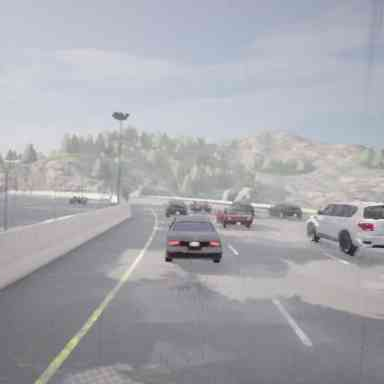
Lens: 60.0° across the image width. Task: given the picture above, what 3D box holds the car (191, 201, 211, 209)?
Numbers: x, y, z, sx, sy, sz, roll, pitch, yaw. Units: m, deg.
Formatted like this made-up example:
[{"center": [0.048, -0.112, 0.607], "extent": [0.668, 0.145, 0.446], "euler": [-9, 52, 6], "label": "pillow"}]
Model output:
[{"center": [0.857, 1.696, 38.367], "extent": [1.895, 1.301, 4.718], "euler": [1, 0, -9], "label": "car"}]

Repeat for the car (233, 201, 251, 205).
[{"center": [5.024, 1.696, 34.496], "extent": [1.837, 1.490, 4.892], "euler": [2, 0, -8], "label": "car"}]

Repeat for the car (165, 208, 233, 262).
[{"center": [-0.009, 1.571, 12.221], "extent": [2.033, 1.411, 5.357], "euler": [1, 0, -2], "label": "car"}]

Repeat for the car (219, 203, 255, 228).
[{"center": [2.796, 1.716, 23.338], "extent": [1.895, 1.301, 4.718], "euler": [1, 0, -5], "label": "car"}]

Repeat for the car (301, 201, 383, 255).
[{"center": [6.913, 1.421, 14.386], "extent": [2.150, 2.045, 5.566], "euler": [2, 0, -2], "label": "car"}]

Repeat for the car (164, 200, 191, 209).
[{"center": [-1.516, 1.526, 30.668], "extent": [1.837, 1.490, 4.892], "euler": [2, 0, -7], "label": "car"}]

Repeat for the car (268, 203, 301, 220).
[{"center": [8.889, 1.787, 32.013], "extent": [1.837, 1.490, 4.892], "euler": [2, 0, -7], "label": "car"}]
